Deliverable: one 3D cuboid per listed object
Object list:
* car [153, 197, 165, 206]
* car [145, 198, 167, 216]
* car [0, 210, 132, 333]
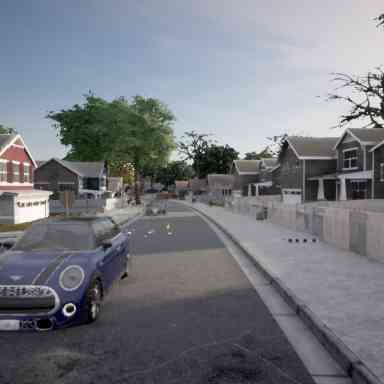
[{"bbox_3d":[-5.737,1.662,57.587,1.994,1.385,4.181,0,0,-6],"label":"car"},{"bbox_3d":[-3.496,1.540,32.739,2.128,1.511,4.902,0,0,-4],"label":"car"},{"bbox_3d":[-2.678,1.351,7.113,2.097,1.767,4.553,0,0,0],"label":"car"}]
